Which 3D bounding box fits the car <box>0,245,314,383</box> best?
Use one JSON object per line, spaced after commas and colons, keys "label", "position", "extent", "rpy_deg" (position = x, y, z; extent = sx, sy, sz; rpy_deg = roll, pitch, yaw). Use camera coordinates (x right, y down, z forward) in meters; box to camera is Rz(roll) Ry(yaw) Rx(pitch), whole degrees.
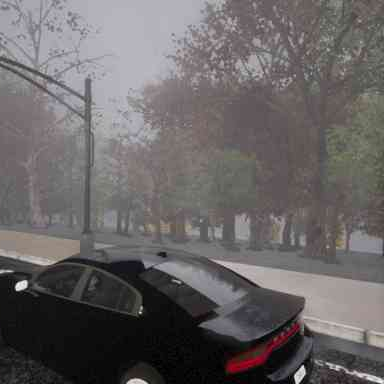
{"label": "car", "position": [-1.021, 1.477, 4.467], "extent": [5.008, 1.535, 1.882], "rpy_deg": [0, 0, 36]}
